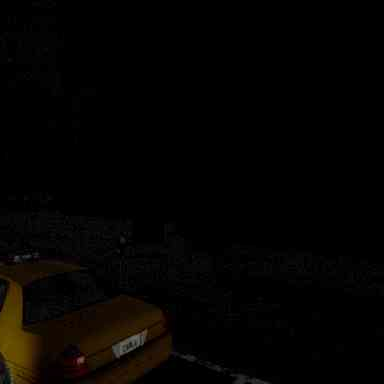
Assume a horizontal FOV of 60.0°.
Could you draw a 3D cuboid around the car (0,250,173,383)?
[{"bbox_3d":[-2.511,1.525,4.751,4.829,1.417,1.752,0,0,36],"label":"car"}]
